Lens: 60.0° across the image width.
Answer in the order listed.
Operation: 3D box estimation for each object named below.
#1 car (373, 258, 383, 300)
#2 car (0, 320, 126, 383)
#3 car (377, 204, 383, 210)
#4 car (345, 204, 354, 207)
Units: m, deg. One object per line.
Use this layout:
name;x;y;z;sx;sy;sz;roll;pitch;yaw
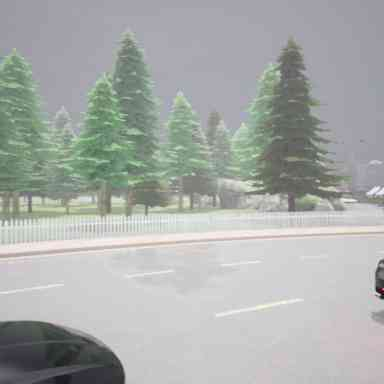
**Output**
car;5.605;1.496;6.112;4.902;1.511;2.128;0;0;-24
car;-2.740;1.477;1.608;5.008;1.535;1.882;0;0;-37
car;19.990;1.639;32.385;1.994;1.385;4.181;0;0;-3
car;19.300;1.300;43.125;2.150;2.045;5.566;0;0;-4
